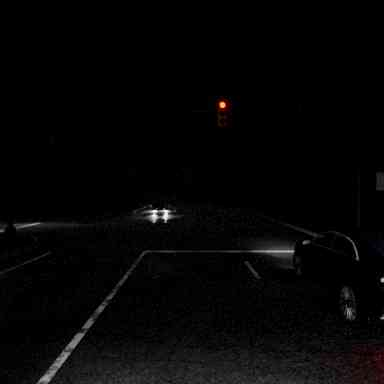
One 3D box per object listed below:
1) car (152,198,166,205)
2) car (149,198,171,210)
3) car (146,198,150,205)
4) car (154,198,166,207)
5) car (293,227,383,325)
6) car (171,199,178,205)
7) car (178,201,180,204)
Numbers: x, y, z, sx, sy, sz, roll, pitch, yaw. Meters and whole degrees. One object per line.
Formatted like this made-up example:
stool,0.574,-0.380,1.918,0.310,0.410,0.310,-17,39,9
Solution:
car,-8.359,2.345,83.112,1.882,1.535,5.008,0,-1,-25
car,-4.124,1.679,43.631,1.895,1.301,4.718,0,-1,-2
car,-8.917,2.039,74.376,2.097,1.767,4.553,0,-1,-16
car,-5.722,1.873,59.543,1.812,1.442,4.674,0,-2,-9
car,3.582,1.492,7.038,2.128,1.511,4.902,0,0,1
car,-5.182,2.214,74.163,1.994,1.385,4.181,0,-1,-19
car,-4.732,2.441,83.504,1.895,1.301,4.718,0,-1,-22
